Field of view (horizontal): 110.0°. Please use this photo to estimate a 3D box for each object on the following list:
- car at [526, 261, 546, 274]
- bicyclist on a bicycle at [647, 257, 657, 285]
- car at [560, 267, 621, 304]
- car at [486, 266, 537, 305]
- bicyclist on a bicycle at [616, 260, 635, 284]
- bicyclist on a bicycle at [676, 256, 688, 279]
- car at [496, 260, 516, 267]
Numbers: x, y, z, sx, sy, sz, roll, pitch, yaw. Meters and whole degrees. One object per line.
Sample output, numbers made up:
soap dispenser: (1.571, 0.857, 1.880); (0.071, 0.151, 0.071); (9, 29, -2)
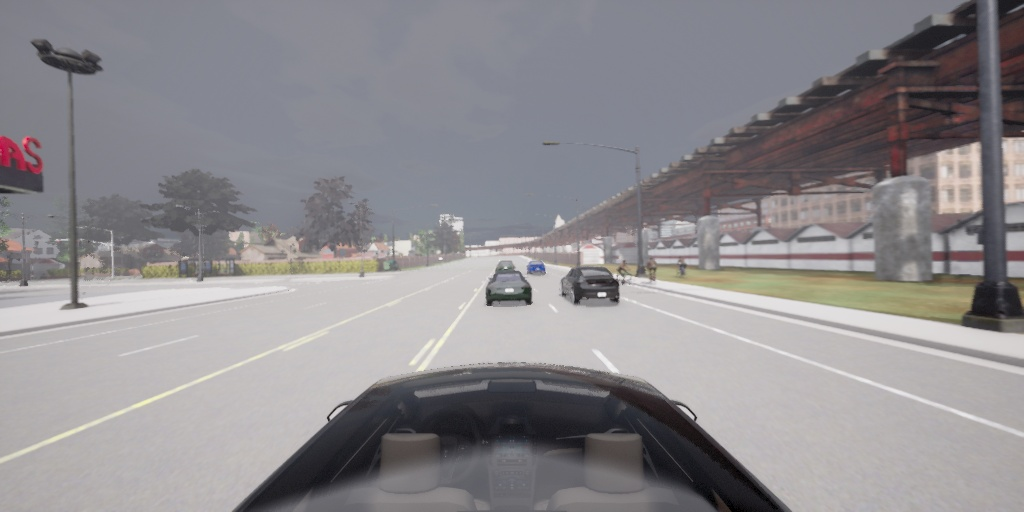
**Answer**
car: (2.755, 1.289, 41.792); (1.882, 1.535, 5.008); (-1, 0, -1)
bicyclist on a bicycle: (8.312, 0.899, 21.271); (0.582, 1.620, 1.656); (-2, 0, 8)
car: (3.367, 1.216, 16.095); (1.837, 1.490, 4.892); (-1, 0, -1)
car: (-0.157, 1.367, 16.576); (1.994, 1.385, 4.181); (-1, 0, -1)
bicyclist on a bicycle: (7.360, 1.064, 23.523); (0.582, 1.620, 1.656); (-8, -1, -29)
bicyclist on a bicycle: (12.300, 0.811, 26.007); (0.582, 1.620, 1.656); (-1, 0, -2)
car: (-0.666, 1.240, 38.308); (2.097, 1.767, 4.553); (-1, 0, -1)
